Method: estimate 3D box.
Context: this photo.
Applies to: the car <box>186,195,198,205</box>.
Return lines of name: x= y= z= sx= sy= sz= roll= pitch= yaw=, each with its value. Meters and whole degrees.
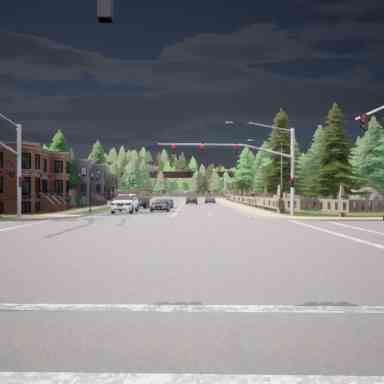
car: x=-0.054 y=1.352 z=60.247 sx=2.097 sy=1.767 sz=4.553 roll=0 pitch=0 yaw=0

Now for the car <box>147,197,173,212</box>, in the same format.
car: x=-3.600 y=1.564 z=37.908 sx=1.994 sy=1.385 sz=4.181 roll=0 pitch=0 yaw=0

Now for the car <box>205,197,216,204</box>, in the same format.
car: x=3.542 y=1.564 z=65.227 sx=1.994 sy=1.385 sz=4.181 roll=0 pitch=0 yaw=0

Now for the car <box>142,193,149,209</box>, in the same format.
car: x=-7.110 y=1.221 z=45.754 sx=2.150 sy=2.045 sz=5.566 roll=0 pitch=0 yaw=0

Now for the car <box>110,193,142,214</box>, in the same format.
car: x=-7.104 y=1.222 z=35.620 sx=2.150 sy=2.045 sz=5.566 roll=0 pitch=0 yaw=0
